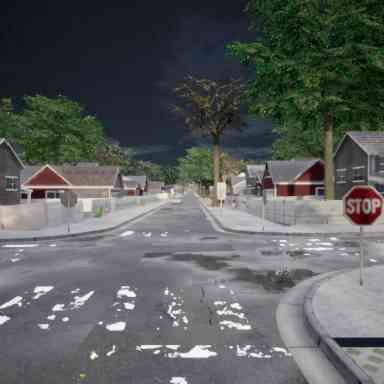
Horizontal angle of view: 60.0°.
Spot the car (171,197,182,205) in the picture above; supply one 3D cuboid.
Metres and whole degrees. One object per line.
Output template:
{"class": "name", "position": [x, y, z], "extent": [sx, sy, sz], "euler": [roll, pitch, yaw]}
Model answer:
{"class": "car", "position": [-2.805, 1.583, 60.453], "extent": [1.895, 1.301, 4.718], "euler": [0, 0, 0]}
